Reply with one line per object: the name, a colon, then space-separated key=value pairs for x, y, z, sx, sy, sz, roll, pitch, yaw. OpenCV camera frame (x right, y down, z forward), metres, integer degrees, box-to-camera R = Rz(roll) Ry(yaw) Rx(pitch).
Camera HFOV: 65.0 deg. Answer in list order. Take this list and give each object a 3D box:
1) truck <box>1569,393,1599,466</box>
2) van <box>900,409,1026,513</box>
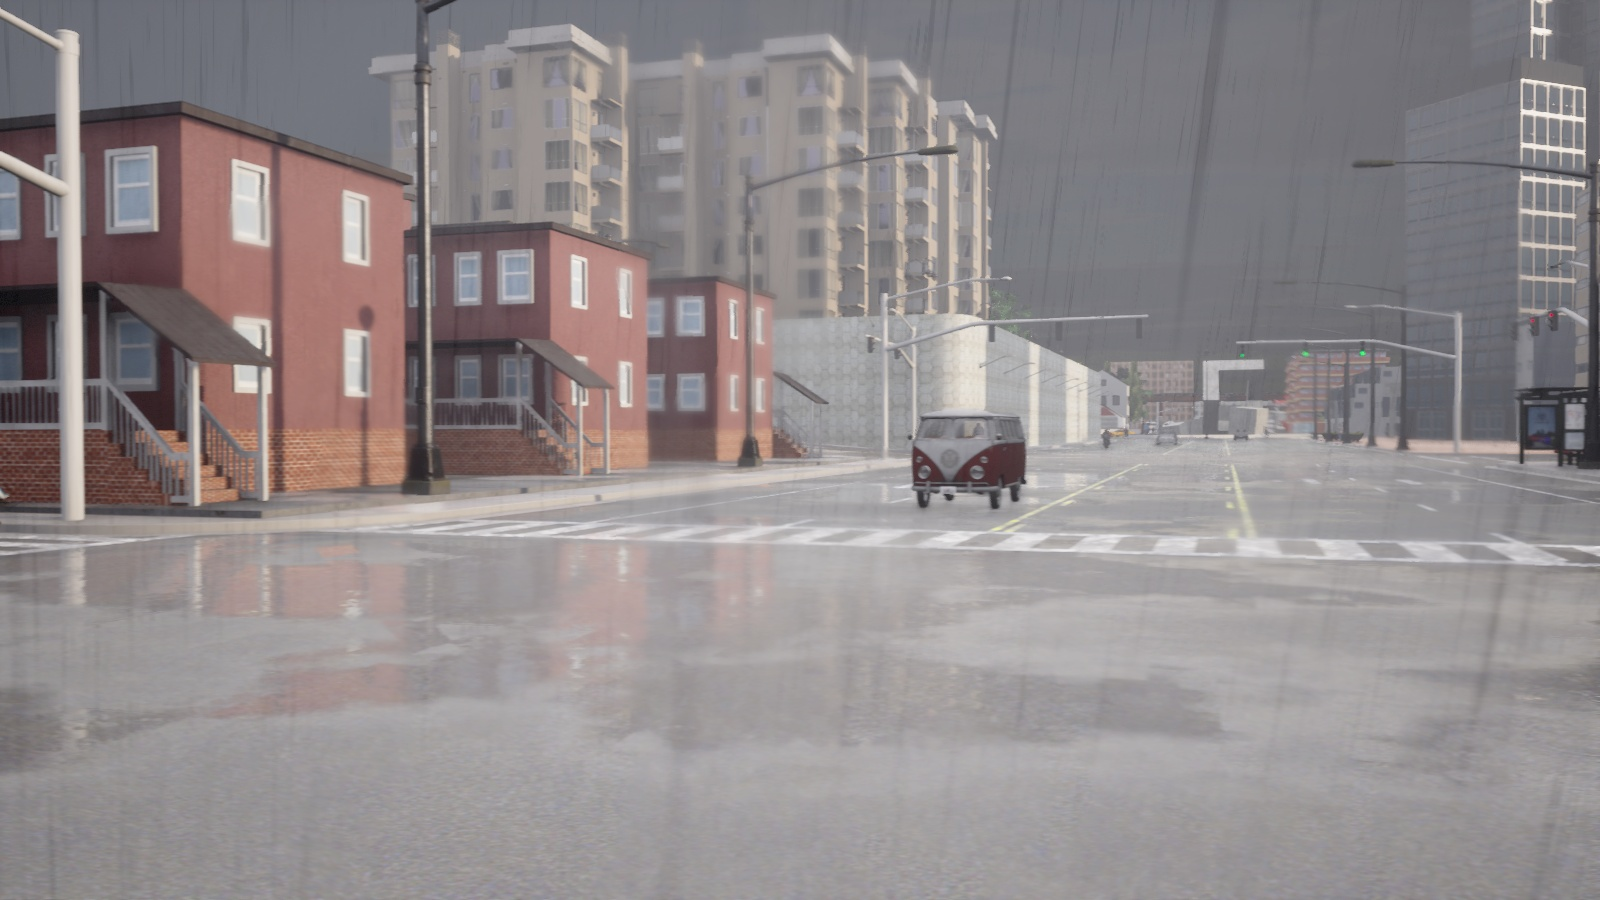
truck: x=41.227 y=-0.949 z=59.232 sx=7.936 sy=3.462 sz=2.891 roll=1 pitch=1 yaw=18
van: x=3.495 y=0.173 z=26.218 sx=1.775 sy=1.987 sz=4.442 roll=1 pitch=1 yaw=19
